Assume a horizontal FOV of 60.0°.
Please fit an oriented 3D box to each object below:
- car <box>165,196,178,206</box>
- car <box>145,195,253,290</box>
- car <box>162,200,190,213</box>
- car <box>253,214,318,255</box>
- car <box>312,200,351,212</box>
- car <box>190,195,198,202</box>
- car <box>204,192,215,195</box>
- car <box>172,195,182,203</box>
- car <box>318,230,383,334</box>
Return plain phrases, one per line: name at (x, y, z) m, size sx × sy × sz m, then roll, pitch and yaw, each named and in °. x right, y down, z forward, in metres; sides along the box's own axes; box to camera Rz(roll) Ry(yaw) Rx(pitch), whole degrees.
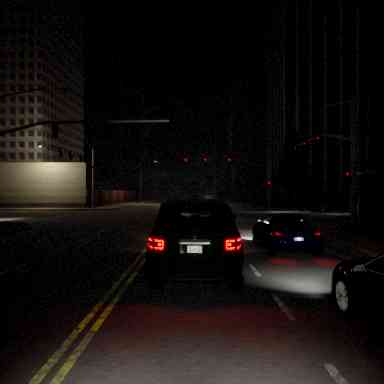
car at (-3.283, 1.505, 54.192) m, size 1.837 × 1.490 × 4.892 m, roll 0°, pitch 0°, yaw 0°
car at (0.094, 1.221, 9.226) m, size 2.150 × 2.045 × 5.566 m, roll 0°, pitch 0°, yaw 1°
car at (-1.882, 1.575, 37.652) m, size 1.895 × 1.301 × 4.718 m, roll 0°, pitch 0°, yaw -21°
car at (3.644, 1.564, 13.267) m, size 1.994 × 1.385 × 4.181 m, roll 0°, pitch 0°, yaw 1°
car at (15.835, 1.545, 36.622) m, size 4.718 × 1.301 × 1.895 m, roll 0°, pitch 0°, yaw 0°
car at (0.419, 1.358, 73.879) m, size 1.837 × 1.490 × 4.892 m, roll 0°, pitch 0°, yaw 0°
car at (3.919, 1.083, 73.889) m, size 2.150 × 2.045 × 5.566 m, roll 0°, pitch 0°, yaw 0°
car at (-3.106, 1.449, 69.400) m, size 1.882 × 1.535 × 5.008 m, roll 0°, pitch 0°, yaw 0°
car at (3.622, 1.505, 4.590) m, size 1.837 × 1.490 × 4.892 m, roll 0°, pitch 0°, yaw 0°
